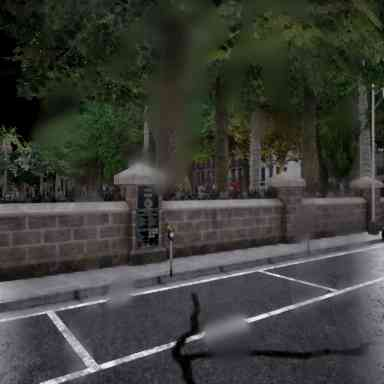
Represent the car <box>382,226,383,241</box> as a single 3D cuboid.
[{"bbox_3d":[9.735,1.310,13.479,5.009,1.841,2.192,0,0,-36],"label":"car"}]
